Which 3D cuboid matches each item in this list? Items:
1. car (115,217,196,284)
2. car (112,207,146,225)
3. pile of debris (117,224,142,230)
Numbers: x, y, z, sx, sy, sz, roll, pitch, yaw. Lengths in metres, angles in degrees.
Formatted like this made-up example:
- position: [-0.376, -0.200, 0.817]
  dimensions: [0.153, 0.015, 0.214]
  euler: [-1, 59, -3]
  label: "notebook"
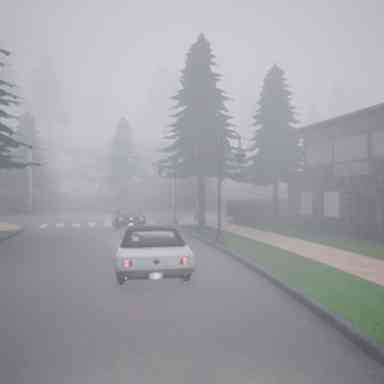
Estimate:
- position: [-1.212, 1.639, 9.793]
  dimensions: [1.895, 1.301, 4.718]
  euler: [0, 0, -10]
  label: "car"
- position: [-4.322, 1.691, 22.337]
  dimensions: [1.895, 1.301, 4.718]
  euler: [0, 0, -16]
  label: "car"
- position: [-4.114, 2.263, 21.732]
  dimensions: [1.500, 0.140, 1.860]
  euler: [0, 0, -16]
  label: "pile of debris"
